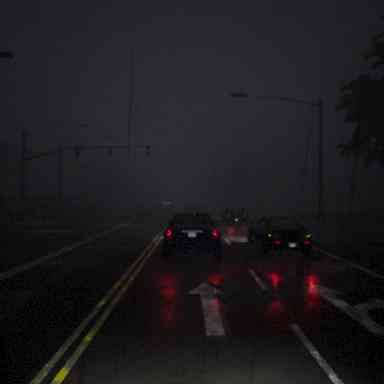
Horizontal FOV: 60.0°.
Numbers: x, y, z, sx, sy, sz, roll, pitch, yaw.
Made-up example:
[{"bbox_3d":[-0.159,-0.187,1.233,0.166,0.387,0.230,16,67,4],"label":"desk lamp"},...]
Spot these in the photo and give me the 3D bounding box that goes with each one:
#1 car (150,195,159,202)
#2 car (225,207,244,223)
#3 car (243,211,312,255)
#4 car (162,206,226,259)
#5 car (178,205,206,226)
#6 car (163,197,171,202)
[{"bbox_3d":[-10.514,1.784,93.581,2.150,2.045,5.566,0,0,0],"label":"car"},{"bbox_3d":[3.510,1.916,28.228,1.895,1.301,4.718,0,-1,0],"label":"car"},{"bbox_3d":[3.518,1.681,13.870,1.812,1.442,4.674,0,0,0],"label":"car"},{"bbox_3d":[0.015,1.502,13.400,2.097,1.767,4.553,0,-1,0],"label":"car"},{"bbox_3d":[0.005,1.855,27.518,2.033,1.411,5.357,0,-1,0],"label":"car"},{"bbox_3d":[-7.014,2.084,93.614,2.128,1.511,4.902,0,0,0],"label":"car"}]
